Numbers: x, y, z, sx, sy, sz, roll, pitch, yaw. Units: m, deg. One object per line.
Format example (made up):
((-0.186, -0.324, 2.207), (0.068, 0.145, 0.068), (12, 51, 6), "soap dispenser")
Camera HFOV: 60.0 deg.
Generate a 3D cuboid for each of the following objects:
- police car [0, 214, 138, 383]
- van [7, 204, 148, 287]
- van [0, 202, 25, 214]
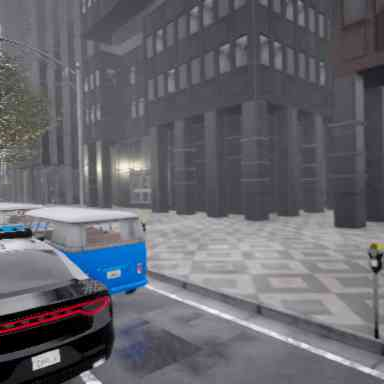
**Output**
((-3.087, 1.403, 5.123), (1.930, 1.638, 5.238), (-2, 1, -41), "police car")
((-2.635, 1.264, 7.438), (1.690, 1.788, 3.998), (-2, 1, -41), "van")
((-6.313, 1.286, 11.686), (1.690, 1.788, 3.998), (-2, 1, -41), "van")
